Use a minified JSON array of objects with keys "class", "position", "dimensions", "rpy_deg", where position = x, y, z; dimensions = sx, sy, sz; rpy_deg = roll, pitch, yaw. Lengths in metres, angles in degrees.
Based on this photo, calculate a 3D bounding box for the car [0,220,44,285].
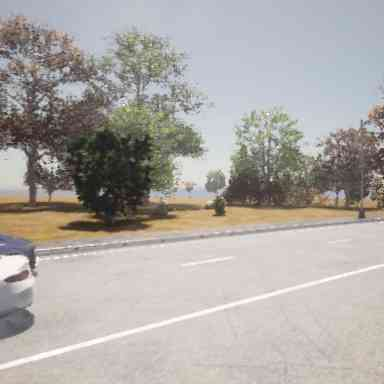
[{"class":"car","position":[-6.118,1.563,8.197],"dimensions":[4.181,1.385,1.994],"rpy_deg":[0,0,-35]}]

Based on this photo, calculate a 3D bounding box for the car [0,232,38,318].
[{"class":"car","position":[-4.844,1.530,4.813],"dimensions":[4.674,1.442,1.812],"rpy_deg":[0,0,-35]}]
